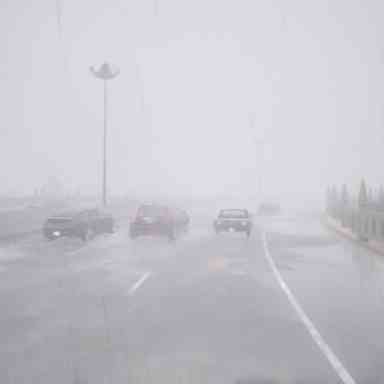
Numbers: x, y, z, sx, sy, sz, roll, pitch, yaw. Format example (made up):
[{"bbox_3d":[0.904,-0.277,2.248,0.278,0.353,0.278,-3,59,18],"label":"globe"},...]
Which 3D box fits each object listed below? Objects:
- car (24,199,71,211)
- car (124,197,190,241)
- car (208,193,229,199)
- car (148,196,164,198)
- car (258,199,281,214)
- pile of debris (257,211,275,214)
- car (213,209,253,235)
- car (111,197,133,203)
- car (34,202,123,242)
[{"bbox_3d":[-14.836,1.447,34.848,2.033,1.411,5.357,0,0,20],"label":"car"},{"bbox_3d":[-1.464,1.330,16.856,2.097,1.767,4.553,0,0,11],"label":"car"},{"bbox_3d":[5.741,1.128,70.009,2.150,2.045,5.566,0,0,39],"label":"car"},{"bbox_3d":[-4.732,1.293,41.007,2.097,1.767,4.553,0,0,26],"label":"car"},{"bbox_3d":[8.319,1.528,35.565,1.812,1.442,4.674,1,0,24],"label":"car"},{"bbox_3d":[7.800,2.179,34.970,1.500,0.140,1.860,0,0,25],"label":"pile of debris"},{"bbox_3d":[2.469,1.595,18.788,1.895,1.301,4.718,0,0,13],"label":"car"},{"bbox_3d":[-8.557,1.415,41.060,2.128,1.511,4.902,0,0,24],"label":"car"},{"bbox_3d":[-5.190,1.466,16.144,1.837,1.490,4.892,0,0,10],"label":"car"}]
